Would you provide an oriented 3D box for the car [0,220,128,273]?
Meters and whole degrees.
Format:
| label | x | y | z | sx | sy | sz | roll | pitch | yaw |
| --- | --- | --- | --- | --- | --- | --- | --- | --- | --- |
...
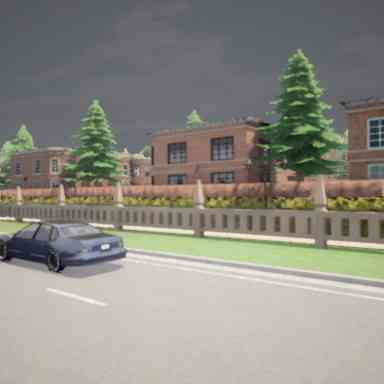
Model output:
| label | x | y | z | sx | sy | sz | roll | pitch | yaw |
| --- | --- | --- | --- | --- | --- | --- | --- | --- | --- |
| car | -4.530 | 1.637 | 10.982 | 5.357 | 1.411 | 2.033 | -1 | 0 | 35 |
